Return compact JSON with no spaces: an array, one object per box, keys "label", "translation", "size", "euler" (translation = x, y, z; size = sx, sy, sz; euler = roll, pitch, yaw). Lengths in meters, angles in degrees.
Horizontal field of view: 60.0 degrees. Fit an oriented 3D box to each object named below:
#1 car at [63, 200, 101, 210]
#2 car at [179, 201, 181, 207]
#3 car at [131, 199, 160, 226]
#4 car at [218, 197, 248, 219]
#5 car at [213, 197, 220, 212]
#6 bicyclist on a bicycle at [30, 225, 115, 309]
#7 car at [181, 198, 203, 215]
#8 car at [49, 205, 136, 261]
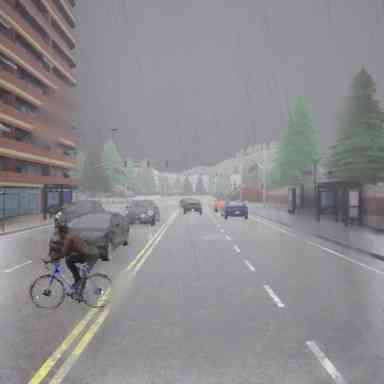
[{"label":"car","translation":[-7.006,1.351,21.346],"size":[2.097,1.767,4.553],"euler":[0,0,1]},{"label":"car","translation":[-0.682,1.533,47.607],"size":[2.033,1.411,5.357],"euler":[0,0,-9]},{"label":"car","translation":[-3.482,1.351,23.405],"size":[2.097,1.767,4.553],"euler":[0,0,0]},{"label":"car","translation":[3.618,1.478,28.842],"size":[1.882,1.535,5.008],"euler":[0,0,0]},{"label":"car","translation":[3.607,1.352,38.062],"size":[2.097,1.767,4.553],"euler":[0,0,0]},{"label":"bicyclist on a bicycle","translation":[-2.294,1.454,6.375],"size":[1.656,1.620,0.582],"euler":[-1,0,0]},{"label":"car","translation":[0.092,1.505,34.654],"size":[1.837,1.490,4.892],"euler":[0,0,0]},{"label":"car","translation":[-3.581,1.478,12.438],"size":[1.882,1.535,5.008],"euler":[0,0,0]}]
